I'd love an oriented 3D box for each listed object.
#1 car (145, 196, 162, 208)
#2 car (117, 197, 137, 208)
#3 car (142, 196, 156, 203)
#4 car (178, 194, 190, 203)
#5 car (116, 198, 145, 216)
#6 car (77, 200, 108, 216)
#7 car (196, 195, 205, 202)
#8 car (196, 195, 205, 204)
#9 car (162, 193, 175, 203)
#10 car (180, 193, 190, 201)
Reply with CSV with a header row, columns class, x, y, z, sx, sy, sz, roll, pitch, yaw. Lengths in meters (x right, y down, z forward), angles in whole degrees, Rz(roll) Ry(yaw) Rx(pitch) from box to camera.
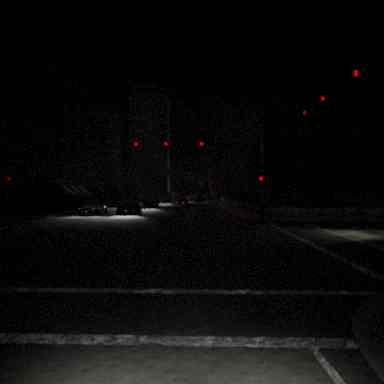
class,x,y,z,sx,sy,sz,roll,pitch,yaw
car,-5.828,1.605,47.293,1.895,1.301,4.718,0,0,2
car,-9.313,1.530,47.826,1.812,1.442,4.674,0,0,2
car,-8.725,1.554,68.419,2.033,1.411,5.357,0,0,1
car,-1.767,1.570,66.639,1.994,1.385,4.181,0,0,1
car,-6.148,1.566,32.897,1.994,1.385,4.181,0,0,0
car,-9.690,1.529,32.968,1.812,1.442,4.674,0,0,2
car,1.942,1.359,75.144,2.128,1.511,4.902,0,0,1
car,1.717,1.511,65.928,1.837,1.490,4.892,0,0,1
car,-5.237,1.499,68.003,2.128,1.511,4.902,0,0,2
car,-1.557,1.189,75.200,2.097,1.767,4.553,0,0,1
